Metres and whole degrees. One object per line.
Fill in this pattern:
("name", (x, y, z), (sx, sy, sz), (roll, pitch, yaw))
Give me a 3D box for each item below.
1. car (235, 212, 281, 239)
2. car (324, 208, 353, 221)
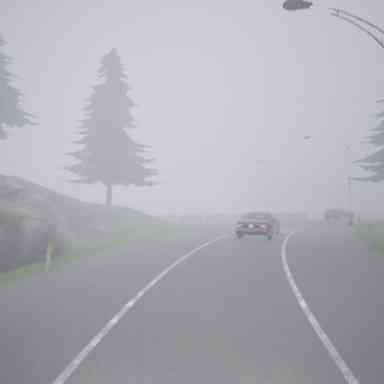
("car", (3.823, 1.812, 18.841), (2.033, 1.411, 5.357), (-1, -2, 21))
("car", (17.278, 2.610, 39.045), (4.902, 1.511, 2.128), (4, -7, -44))
